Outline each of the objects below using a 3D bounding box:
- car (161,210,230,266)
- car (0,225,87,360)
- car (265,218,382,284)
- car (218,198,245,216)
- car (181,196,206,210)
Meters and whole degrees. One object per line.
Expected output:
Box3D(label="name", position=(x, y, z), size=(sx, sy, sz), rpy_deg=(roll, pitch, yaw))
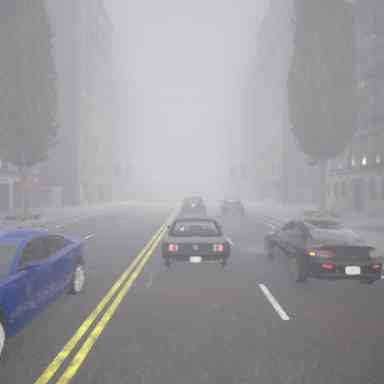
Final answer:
Box3D(label="car", position=(0.099, 1.505, 11.161), size=(1.895, 1.301, 4.718), rpy_deg=(0, 0, 0))
Box3D(label="car", position=(-3.347, 1.429, 5.656), size=(1.882, 1.535, 5.008), rpy_deg=(0, 0, 0))
Box3D(label="car", position=(3.342, 1.446, 9.219), size=(1.812, 1.442, 4.674), rpy_deg=(0, 0, 0))
Box3D(label="car", position=(3.361, 1.244, 28.851), size=(2.128, 1.511, 4.902), rpy_deg=(0, 0, 0))
Box3D(label="car", position=(0.110, 1.106, 28.645), size=(2.097, 1.767, 4.553), rpy_deg=(0, 0, 0))
